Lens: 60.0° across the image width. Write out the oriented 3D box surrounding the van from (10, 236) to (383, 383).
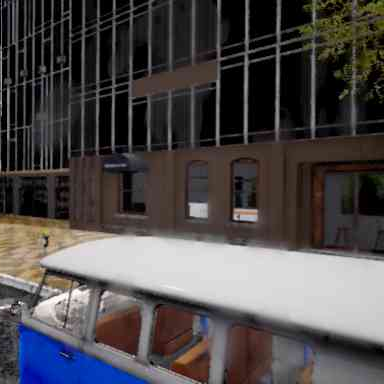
[{"bbox_3d":[0.280,1.343,2.504,3.998,1.788,1.690,0,1,36],"label":"van"}]
